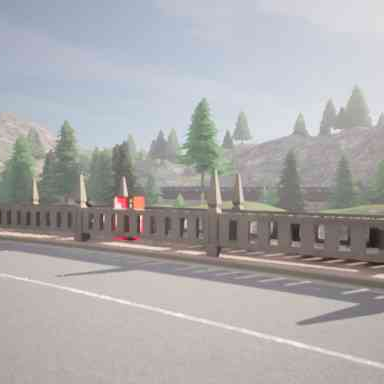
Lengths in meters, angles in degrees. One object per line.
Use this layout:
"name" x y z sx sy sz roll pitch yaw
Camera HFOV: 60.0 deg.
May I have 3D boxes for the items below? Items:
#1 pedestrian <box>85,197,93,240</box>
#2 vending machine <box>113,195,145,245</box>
"pedestrian" -4.542 1.127 14.357 0.375 1.860 0.375 1 1 28
"vending machine" -2.789 1.181 14.724 0.880 2.100 1.100 1 0 29
